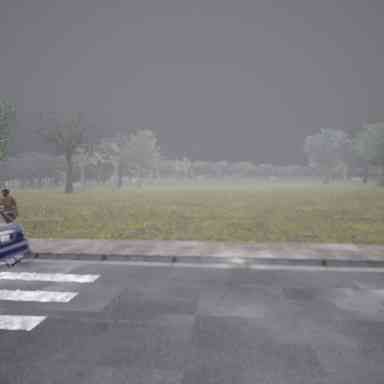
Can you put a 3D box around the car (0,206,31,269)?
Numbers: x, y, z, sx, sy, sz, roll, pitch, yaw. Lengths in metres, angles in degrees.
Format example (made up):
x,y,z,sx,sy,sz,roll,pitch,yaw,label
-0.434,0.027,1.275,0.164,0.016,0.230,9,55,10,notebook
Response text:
x,y,z,sx,sy,sz,roll,pitch,yaw,label
-6.469,1.099,7.984,4.553,1.767,2.097,0,3,6,car

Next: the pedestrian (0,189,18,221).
x,y,z,sx,sy,sz,roll,pitch,yaw,label
-5.693,0.768,10.376,0.375,1.860,0.375,0,2,6,pedestrian
